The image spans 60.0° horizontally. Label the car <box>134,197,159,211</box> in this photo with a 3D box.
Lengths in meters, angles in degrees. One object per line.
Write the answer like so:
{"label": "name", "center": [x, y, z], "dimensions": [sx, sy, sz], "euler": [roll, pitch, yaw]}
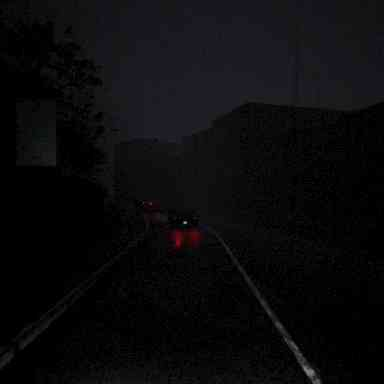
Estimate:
{"label": "car", "center": [-5.667, 1.362, 40.735], "dimensions": [2.097, 1.767, 4.553], "euler": [0, 1, -24]}

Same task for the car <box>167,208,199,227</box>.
{"label": "car", "center": [-0.798, 1.794, 24.708], "dimensions": [1.895, 1.301, 4.718], "euler": [0, 0, -9]}
